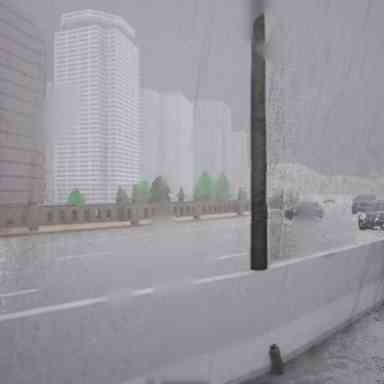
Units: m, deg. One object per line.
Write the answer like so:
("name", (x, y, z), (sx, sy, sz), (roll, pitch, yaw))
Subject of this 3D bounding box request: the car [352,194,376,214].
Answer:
("car", (18.200, 1.244, 34.804), (2.150, 2.045, 5.566), (0, 0, 31))

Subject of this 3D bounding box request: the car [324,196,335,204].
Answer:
("car", (27.287, 1.491, 66.079), (1.882, 1.535, 5.008), (0, 0, 18))

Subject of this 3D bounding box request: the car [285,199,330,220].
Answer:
("car", (9.789, 1.586, 28.594), (2.033, 1.411, 5.357), (0, 0, 37))

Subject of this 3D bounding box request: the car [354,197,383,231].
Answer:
("car", (11.540, 1.363, 19.827), (2.097, 1.767, 4.553), (0, 0, 40))

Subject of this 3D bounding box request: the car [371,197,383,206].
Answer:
("car", (31.091, 1.559, 55.128), (1.812, 1.442, 4.674), (0, 0, 19))
